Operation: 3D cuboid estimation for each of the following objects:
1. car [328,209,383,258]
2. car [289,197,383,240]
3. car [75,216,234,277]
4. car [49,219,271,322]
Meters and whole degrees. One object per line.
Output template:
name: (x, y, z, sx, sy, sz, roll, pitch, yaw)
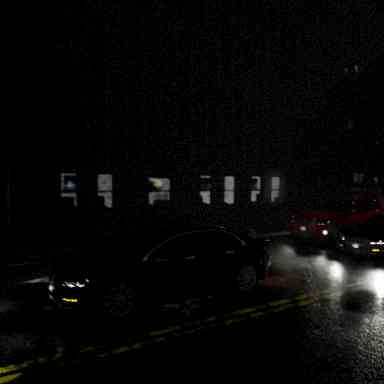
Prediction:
car: (7.416, 1.548, 12.220, 4.892, 1.490, 1.837, 1, 0, -33)
car: (7.153, 1.250, 15.904, 5.566, 2.045, 2.150, 1, 0, -33)
car: (-1.086, 1.550, 10.656, 4.718, 1.301, 1.895, 1, 0, -33)
car: (-0.450, 1.473, 7.209, 4.892, 1.490, 1.837, 1, 0, -33)
